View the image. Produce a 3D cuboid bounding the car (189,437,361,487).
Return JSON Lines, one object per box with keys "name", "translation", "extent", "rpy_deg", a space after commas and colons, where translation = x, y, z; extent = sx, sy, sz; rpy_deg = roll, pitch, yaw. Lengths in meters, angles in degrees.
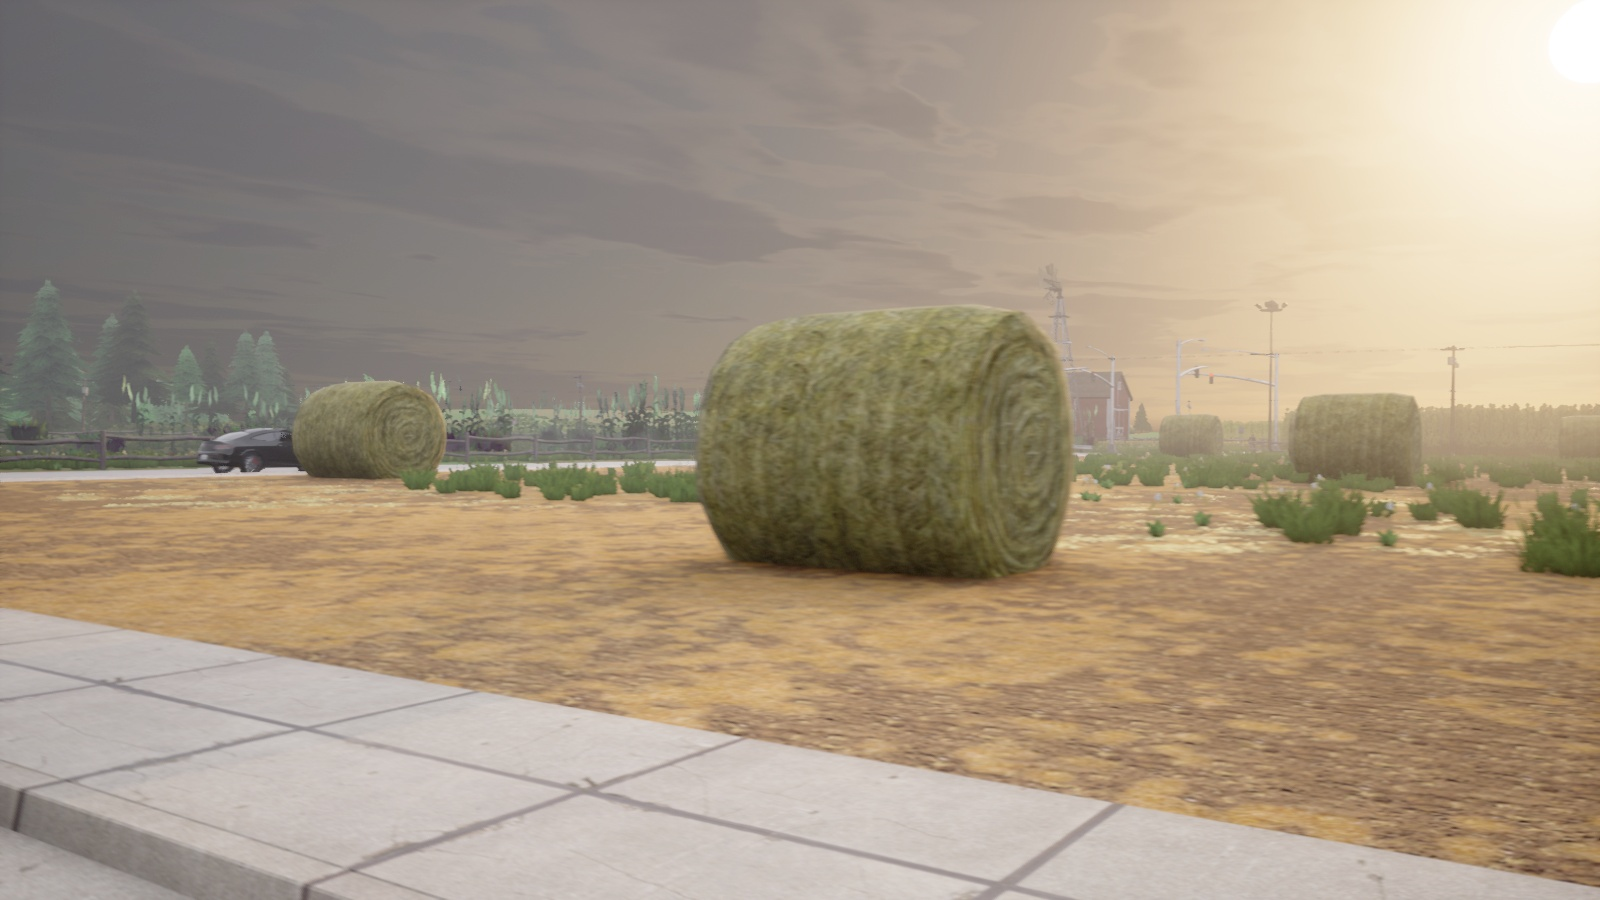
{"name": "car", "translation": [-16.375, 0.333, 39.387], "extent": [1.812, 1.442, 4.674], "rpy_deg": [0, 1, 36]}
